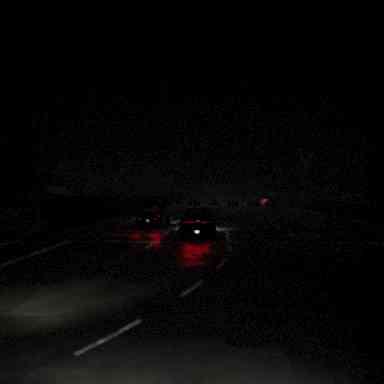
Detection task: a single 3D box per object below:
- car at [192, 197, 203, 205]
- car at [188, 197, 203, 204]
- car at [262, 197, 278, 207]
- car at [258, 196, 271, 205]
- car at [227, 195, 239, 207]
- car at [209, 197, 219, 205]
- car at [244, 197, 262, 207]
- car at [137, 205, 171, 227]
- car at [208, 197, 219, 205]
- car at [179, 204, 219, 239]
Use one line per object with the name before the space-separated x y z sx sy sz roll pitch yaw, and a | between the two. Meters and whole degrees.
car | 1.138 1.852 69.408 1.994 1.385 4.181 0 0 5
car | 0.409 1.764 61.040 2.097 1.767 4.553 0 0 5
car | 14.428 1.930 60.640 2.033 1.411 5.357 0 0 5
car | 15.201 1.796 69.525 2.097 1.767 4.553 0 0 5
car | 7.316 1.867 59.665 1.882 1.535 5.008 0 0 5
car | 4.624 1.831 69.105 2.128 1.511 4.902 0 0 5
car | 10.803 1.858 59.362 1.882 1.535 5.008 0 0 5
car | -2.699 1.693 23.927 1.812 1.442 4.674 0 0 5
car | 3.866 1.965 60.383 1.994 1.385 4.181 0 0 5
car | 0.384 1.627 18.062 1.837 1.490 4.892 0 0 4
